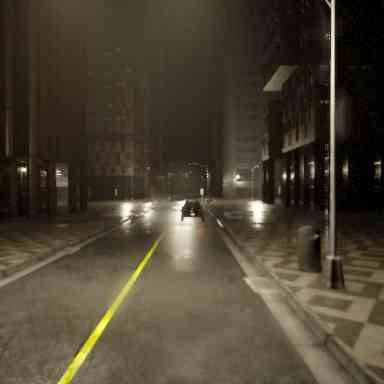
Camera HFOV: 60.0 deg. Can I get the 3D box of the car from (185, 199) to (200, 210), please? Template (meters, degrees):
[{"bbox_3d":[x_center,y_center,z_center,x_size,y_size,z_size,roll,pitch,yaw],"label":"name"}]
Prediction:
[{"bbox_3d":[0.011,1.595,44.502,1.895,1.301,4.718,0,0,0],"label":"car"}]

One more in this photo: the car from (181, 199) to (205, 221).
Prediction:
[{"bbox_3d":[0.044,1.519,27.175,1.812,1.442,4.674,0,0,0],"label":"car"}]
